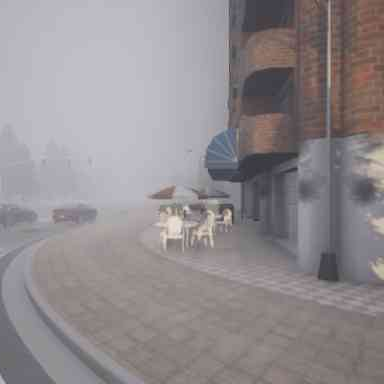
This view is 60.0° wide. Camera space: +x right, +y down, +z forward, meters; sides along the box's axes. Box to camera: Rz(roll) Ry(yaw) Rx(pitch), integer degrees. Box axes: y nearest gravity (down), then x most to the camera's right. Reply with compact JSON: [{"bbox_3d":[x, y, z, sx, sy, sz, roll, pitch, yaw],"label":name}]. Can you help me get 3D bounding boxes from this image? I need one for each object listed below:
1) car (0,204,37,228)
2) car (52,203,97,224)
[{"bbox_3d":[-12.586,1.560,22.949,2.128,1.511,4.902,0,0,2],"label":"car"},{"bbox_3d":[-8.965,1.586,25.836,1.882,1.535,5.008,0,0,4],"label":"car"}]
